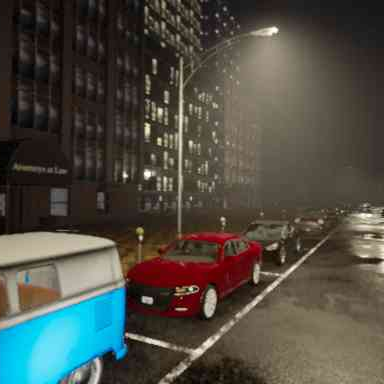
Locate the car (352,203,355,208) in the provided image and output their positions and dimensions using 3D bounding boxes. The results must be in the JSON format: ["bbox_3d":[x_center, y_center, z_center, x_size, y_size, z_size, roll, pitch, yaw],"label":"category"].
[{"bbox_3d":[23.741,2.610,51.525,1.947,1.339,4.313,0,-1,28],"label":"car"}]

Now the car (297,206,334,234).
[{"bbox_3d":[8.112,1.855,22.316,1.967,1.590,4.097,0,-1,28],"label":"car"}]

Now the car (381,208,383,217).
[{"bbox_3d":[25.928,2.523,43.540,1.994,1.385,4.181,0,-1,28],"label":"car"}]

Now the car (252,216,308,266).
[{"bbox_3d":[2.899,1.776,12.575,1.947,1.339,4.313,0,-1,28],"label":"car"}]

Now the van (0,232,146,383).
[{"bbox_3d":[-2.309,1.351,2.841,1.690,1.788,3.998,0,-1,28],"label":"van"}]

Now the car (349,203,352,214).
[{"bbox_3d":[18.532,2.273,41.790,1.967,1.590,4.097,0,-1,28],"label":"car"}]

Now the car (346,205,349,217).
[{"bbox_3d":[15.925,2.279,36.919,2.008,1.369,4.403,0,-1,28],"label":"car"}]

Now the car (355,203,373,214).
[{"bbox_3d":[27.758,2.617,53.322,2.128,1.511,4.902,0,-1,28],"label":"car"}]

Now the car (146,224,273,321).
[{"bbox_3d":[0.295,1.654,7.707,1.887,1.381,4.507,0,-1,28],"label":"car"}]

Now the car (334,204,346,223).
[{"bbox_3d":[13.320,2.174,32.050,2.008,1.369,4.403,0,-1,28],"label":"car"}]

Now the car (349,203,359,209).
[{"bbox_3d":[39.372,3.264,80.737,1.947,1.339,4.313,0,-1,28],"label":"car"}]
